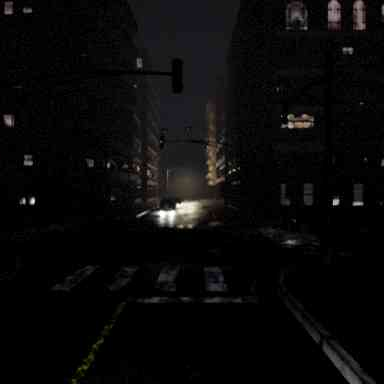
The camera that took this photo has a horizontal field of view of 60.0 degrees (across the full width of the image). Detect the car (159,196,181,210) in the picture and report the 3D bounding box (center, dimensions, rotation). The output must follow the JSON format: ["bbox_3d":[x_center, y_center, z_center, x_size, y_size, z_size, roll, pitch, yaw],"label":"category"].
[{"bbox_3d":[-2.836,1.353,39.691,2.128,1.511,4.902,0,0,0],"label":"car"}]

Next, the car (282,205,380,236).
[{"bbox_3d":[7.557,1.499,18.336,5.008,1.535,1.882,0,1,3],"label":"car"}]
